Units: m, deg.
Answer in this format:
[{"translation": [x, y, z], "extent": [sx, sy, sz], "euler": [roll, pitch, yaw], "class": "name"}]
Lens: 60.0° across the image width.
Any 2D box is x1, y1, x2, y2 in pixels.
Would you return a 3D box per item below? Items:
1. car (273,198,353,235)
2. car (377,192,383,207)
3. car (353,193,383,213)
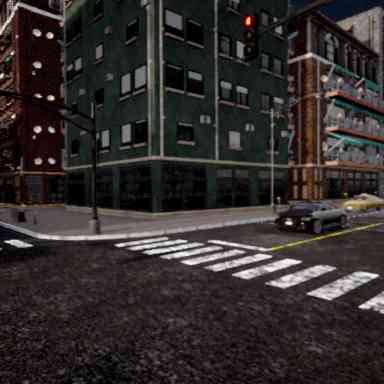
[{"translation": [5.807, 1.158, 16.190], "extent": [4.181, 1.385, 1.994], "euler": [-2, 1, -42], "class": "car"}, {"translation": [19.570, 0.643, 31.684], "extent": [4.403, 1.369, 2.008], "euler": [-2, 2, -42], "class": "car"}, {"translation": [13.561, 0.809, 26.368], "extent": [4.829, 1.417, 1.752], "euler": [-2, 2, -42], "class": "car"}]
